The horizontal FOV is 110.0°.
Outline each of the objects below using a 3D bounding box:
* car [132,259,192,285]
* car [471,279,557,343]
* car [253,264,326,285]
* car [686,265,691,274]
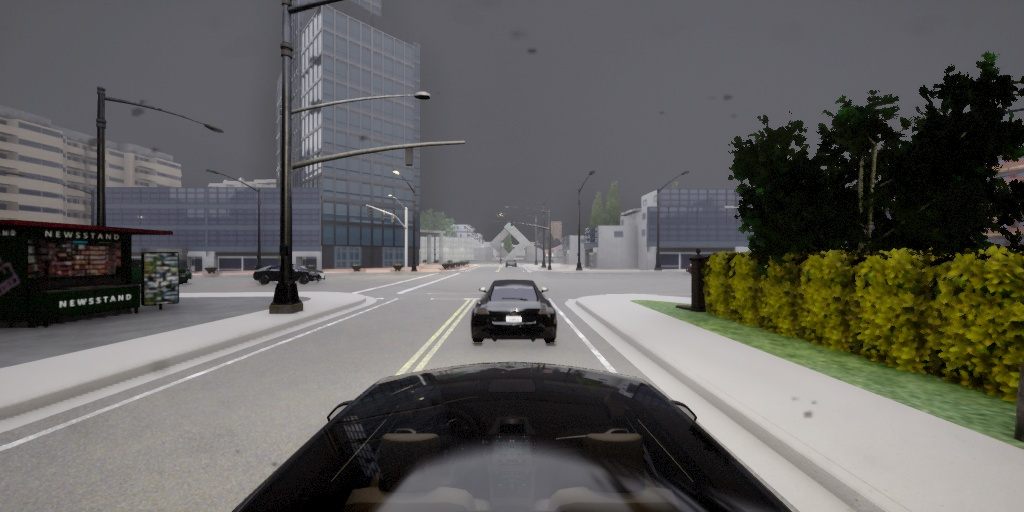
[{"bbox_3d":[-27.506,1.213,26.967,5.566,2.045,2.150,-1,0,-1],"label":"car"},{"bbox_3d":[0.046,1.314,9.673,1.994,1.385,4.181,0,0,0],"label":"car"},{"bbox_3d":[-16.767,1.352,27.097,4.902,1.511,2.128,-1,0,-1],"label":"car"},{"bbox_3d":[21.205,1.177,38.256,5.008,1.535,1.882,0,0,-1],"label":"car"}]
